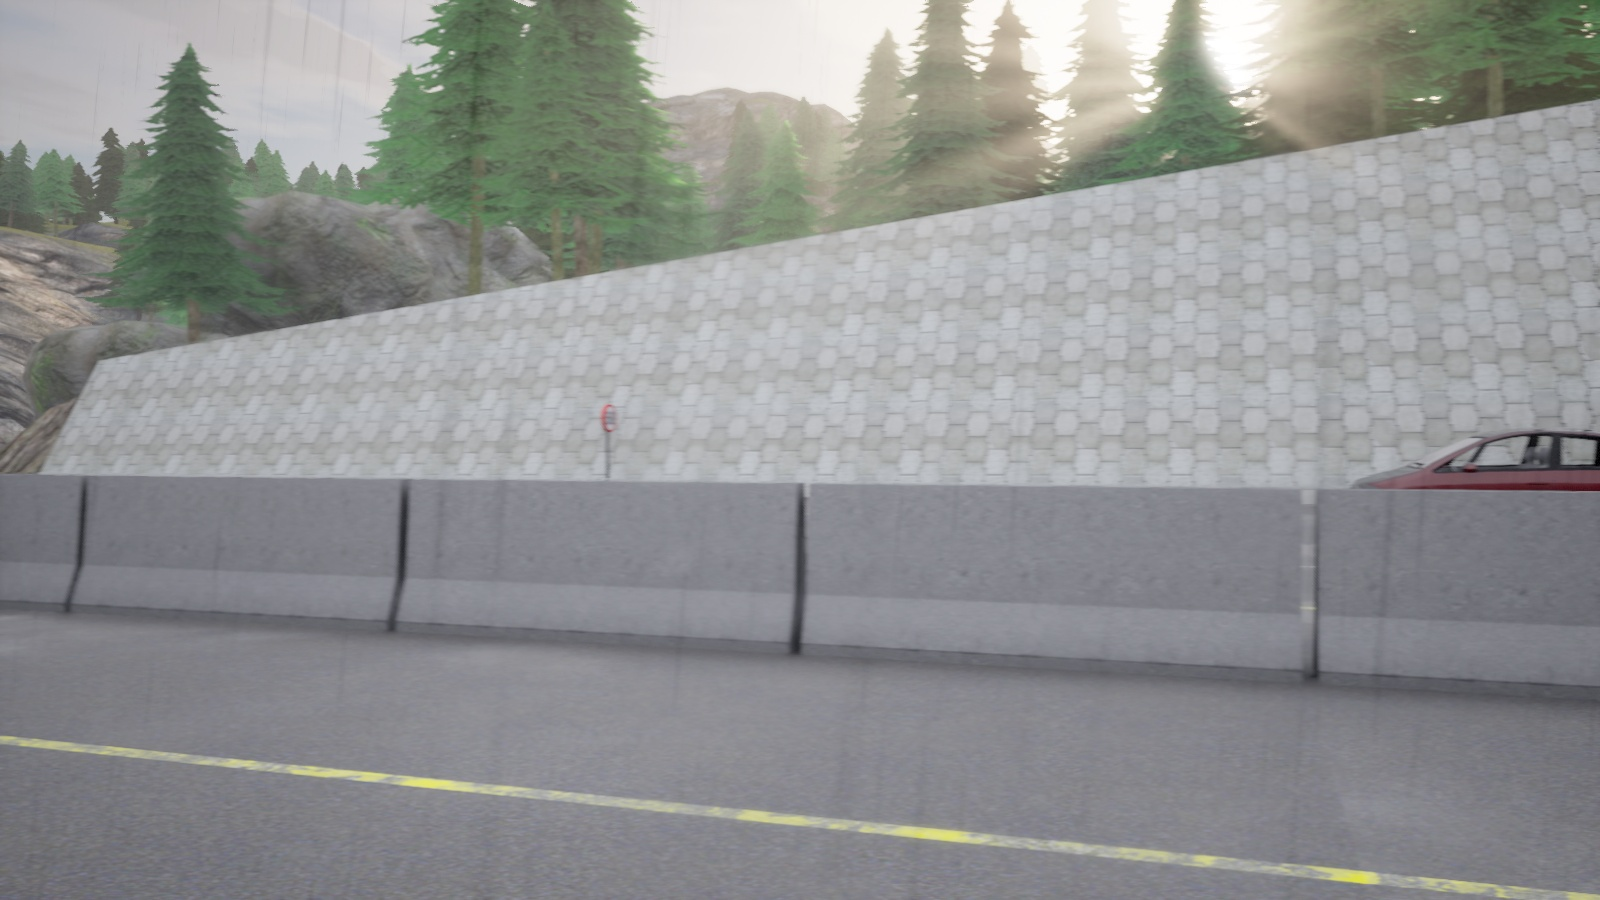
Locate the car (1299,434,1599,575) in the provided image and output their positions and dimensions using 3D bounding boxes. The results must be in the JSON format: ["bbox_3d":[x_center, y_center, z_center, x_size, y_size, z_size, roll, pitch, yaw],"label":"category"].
[{"bbox_3d":[8.104,0.592,15.236,3.705,1.549,1.789,1,1,19],"label":"car"}]
